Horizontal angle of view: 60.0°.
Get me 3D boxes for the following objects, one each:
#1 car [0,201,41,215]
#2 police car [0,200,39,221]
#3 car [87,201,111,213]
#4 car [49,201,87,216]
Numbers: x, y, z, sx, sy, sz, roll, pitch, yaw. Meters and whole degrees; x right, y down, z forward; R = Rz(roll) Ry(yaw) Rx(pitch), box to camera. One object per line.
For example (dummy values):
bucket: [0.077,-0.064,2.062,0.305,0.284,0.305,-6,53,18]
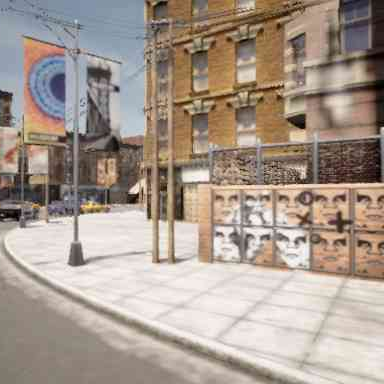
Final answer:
car: [-21.979,1.980,42.634,1.882,1.535,5.008,-1,-1,20]
police car: [-16.139,1.792,31.029,1.930,1.638,5.238,0,-1,1]
car: [-12.974,1.953,43.836,1.801,1.575,5.366,0,-1,26]
car: [-14.882,1.801,39.030,2.097,1.767,4.553,0,-1,17]
